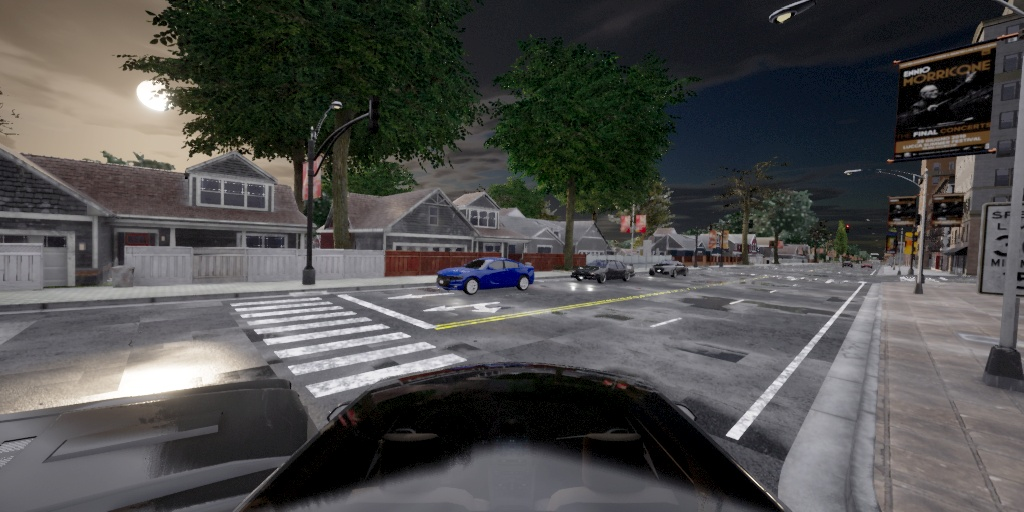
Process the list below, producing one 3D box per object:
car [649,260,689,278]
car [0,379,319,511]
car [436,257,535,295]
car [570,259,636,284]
[{"bbox_3d":[13.293,1.018,30.303,4.181,1.385,1.994,0,2,-44],"label":"car"},{"bbox_3d":[-3.311,1.287,1.302,4.718,1.301,1.895,1,2,-34],"label":"car"},{"bbox_3d":[-1.092,0.810,16.484,5.008,1.535,1.882,0,2,-44],"label":"car"},{"bbox_3d":[6.085,0.939,23.393,5.357,1.411,2.033,0,2,-44],"label":"car"}]
